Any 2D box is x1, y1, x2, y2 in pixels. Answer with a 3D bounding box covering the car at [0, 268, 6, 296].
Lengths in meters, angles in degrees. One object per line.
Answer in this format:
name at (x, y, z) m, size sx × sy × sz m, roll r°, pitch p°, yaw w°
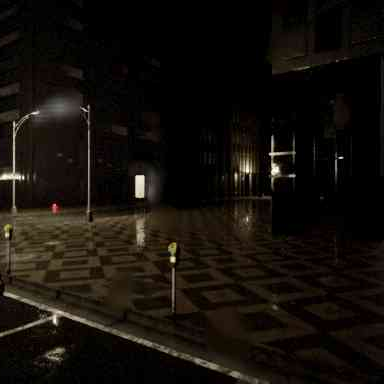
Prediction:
car at (-5.799, 1.526, 7.024) m, size 4.829 × 1.417 × 1.752 m, roll 0°, pitch 0°, yaw 35°
